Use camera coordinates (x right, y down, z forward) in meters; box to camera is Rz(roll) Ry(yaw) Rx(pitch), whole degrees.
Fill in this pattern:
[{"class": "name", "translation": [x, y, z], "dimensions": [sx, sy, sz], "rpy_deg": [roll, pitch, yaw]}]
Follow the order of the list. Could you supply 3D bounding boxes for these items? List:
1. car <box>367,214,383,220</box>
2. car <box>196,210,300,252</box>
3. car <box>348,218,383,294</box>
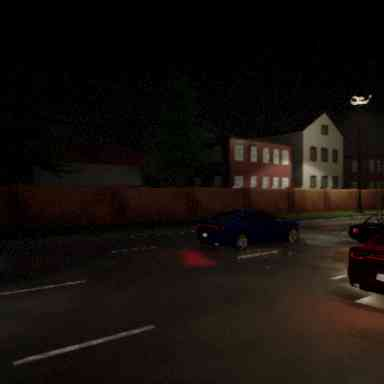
[{"class": "car", "translation": [8.894, 1.615, 14.396], "dimensions": [4.718, 1.301, 1.895], "rpy_deg": [0, 0, -36]}, {"class": "car", "translation": [2.507, 1.487, 14.135], "dimensions": [5.008, 1.535, 1.882], "rpy_deg": [0, 0, -36]}, {"class": "car", "translation": [5.679, 1.486, 7.800], "dimensions": [5.008, 1.535, 1.882], "rpy_deg": [0, 0, -36]}]
